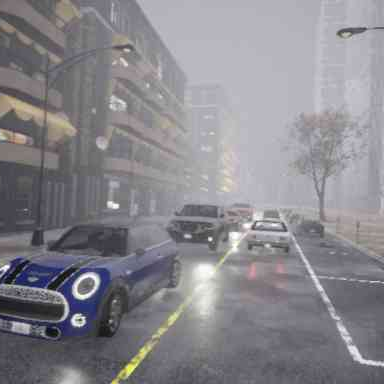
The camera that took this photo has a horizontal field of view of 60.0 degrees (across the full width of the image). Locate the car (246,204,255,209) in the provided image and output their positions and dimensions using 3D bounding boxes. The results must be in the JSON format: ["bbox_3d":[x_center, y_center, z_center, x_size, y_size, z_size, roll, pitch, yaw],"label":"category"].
[{"bbox_3d":[15.863,3.931,90.090,1.947,1.339,4.313,3,-1,14],"label":"car"}]

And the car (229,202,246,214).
[{"bbox_3d":[7.956,2.725,57.643,2.192,1.841,5.009,3,-1,14],"label":"car"}]

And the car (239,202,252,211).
[{"bbox_3d":[11.916,3.202,73.867,2.192,1.841,5.009,3,-1,14],"label":"car"}]

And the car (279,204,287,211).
[{"bbox_3d":[24.004,4.101,88.097,1.967,1.590,4.097,3,-1,14],"label":"car"}]

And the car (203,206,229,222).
[{"bbox_3d":[2.661,2.327,36.004,2.008,1.369,4.403,3,-1,14],"label":"car"}]

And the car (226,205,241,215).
[{"bbox_3d":[6.583,2.771,52.065,1.752,1.417,4.829,3,-1,14],"label":"car"}]

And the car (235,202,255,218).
[{"bbox_3d":[5.512,2.124,36.525,2.150,2.045,5.566,2,-1,15],"label":"car"}]

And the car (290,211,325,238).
[{"bbox_3d":[8.154,2.308,23.191,2.008,1.369,4.403,3,-1,14],"label":"car"}]

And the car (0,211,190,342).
[{"bbox_3d":[-1.783,1.391,6.866,2.097,1.767,4.553,2,-1,16],"label":"car"}]

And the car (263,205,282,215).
[{"bbox_3d":[9.912,2.656,41.431,1.882,1.535,5.008,2,-1,14],"label":"car"}]

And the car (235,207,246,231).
[{"bbox_3d":[2.910,2.123,26.111,1.812,1.442,4.674,2,-1,14],"label":"car"}]

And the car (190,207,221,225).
[{"bbox_3d":[1.340,2.184,30.596,1.947,1.339,4.313,3,-1,14],"label":"car"}]

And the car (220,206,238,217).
[{"bbox_3d":[5.301,2.658,46.822,1.947,1.339,4.313,3,-1,14],"label":"car"}]

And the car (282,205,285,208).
[{"bbox_3d":[17.397,3.415,61.053,2.008,1.369,4.403,3,-1,14],"label":"car"}]

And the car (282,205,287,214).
[{"bbox_3d":[13.477,2.919,44.992,1.752,1.417,4.829,3,-1,14],"label":"car"}]

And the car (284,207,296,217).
[{"bbox_3d":[10.795,2.623,34.009,2.008,1.369,4.403,3,-1,14],"label":"car"}]

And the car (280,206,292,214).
[{"bbox_3d":[18.717,3.574,66.460,2.008,1.369,4.403,3,-1,14],"label":"car"}]

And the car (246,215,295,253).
[{"bbox_3d":[3.770,2.047,16.298,1.895,1.301,4.718,2,-1,14],"label":"car"}]

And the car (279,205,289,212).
[{"bbox_3d":[21.363,3.782,77.279,1.967,1.590,4.097,3,-1,14],"label":"car"}]

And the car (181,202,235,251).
[{"bbox_3d":[0.509,1.532,16.247,2.150,2.045,5.566,2,-1,14],"label":"car"}]
